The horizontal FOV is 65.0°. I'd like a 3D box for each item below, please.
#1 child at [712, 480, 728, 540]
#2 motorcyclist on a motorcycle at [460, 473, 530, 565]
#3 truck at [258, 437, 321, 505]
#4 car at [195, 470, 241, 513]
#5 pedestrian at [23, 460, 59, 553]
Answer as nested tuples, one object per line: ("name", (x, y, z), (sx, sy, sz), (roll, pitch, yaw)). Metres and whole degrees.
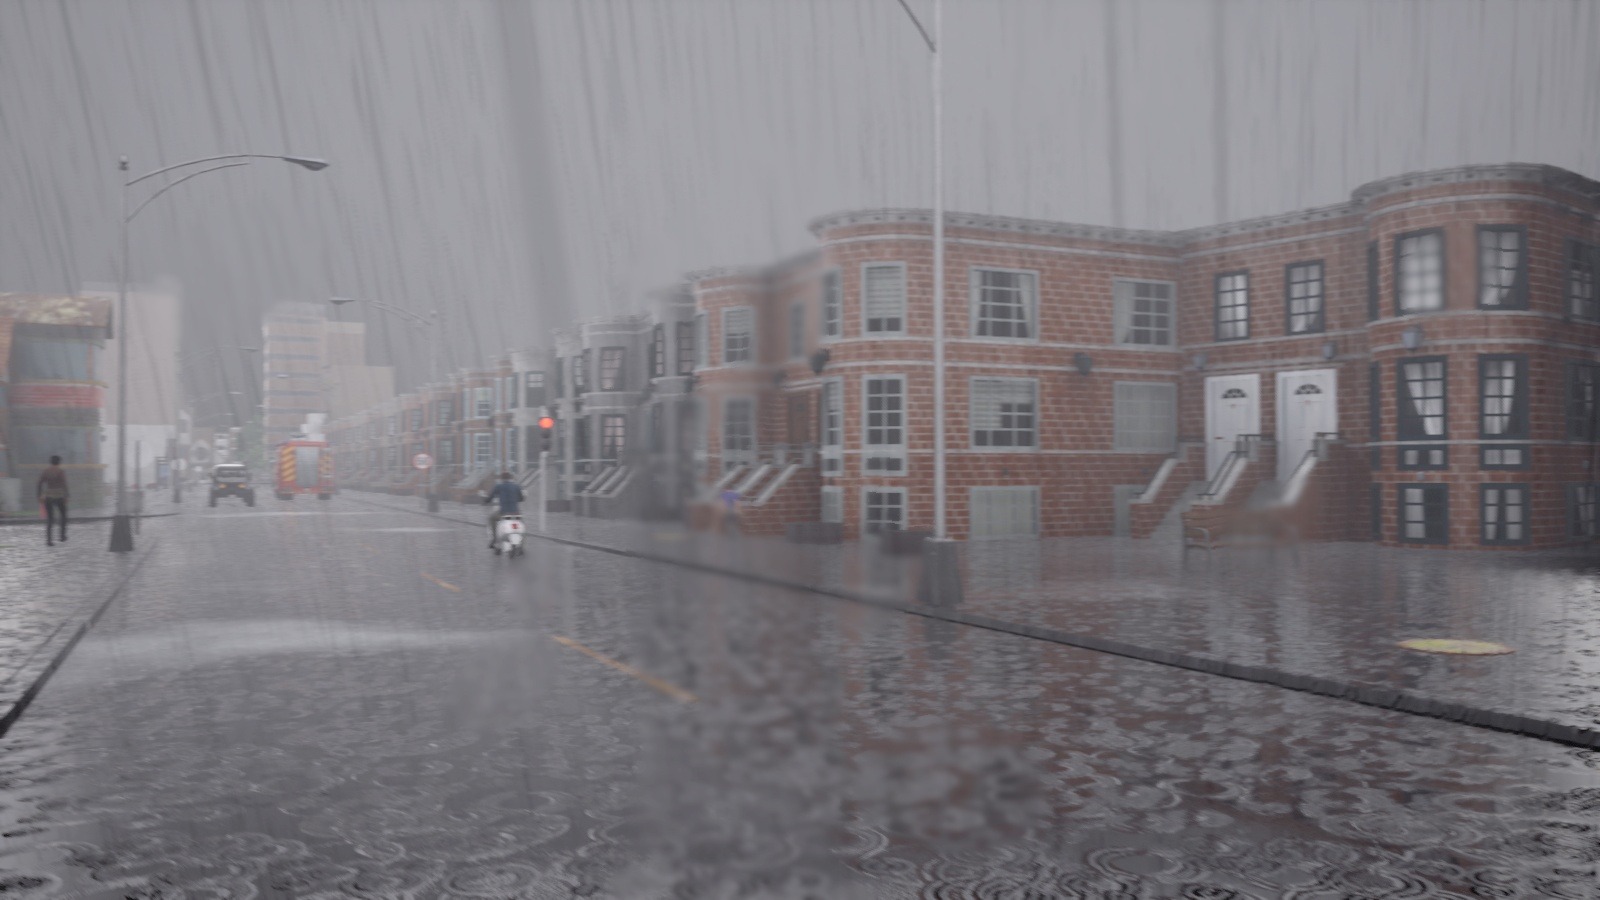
("child", (-1.735, 1.288, 27.117), (0.270, 1.263, 0.437), (0, -1, -14))
("motorcyclist on a motorcycle", (-5.570, 1.219, 22.842), (0.866, 1.590, 1.817), (0, -1, -26))
("truck", (-30.240, 1.246, 74.206), (2.891, 3.827, 8.468), (0, -1, -26))
("car", (-27.088, 1.901, 58.400), (1.905, 1.878, 3.866), (0, -1, -26))
("pedestrian", (-15.104, 1.113, 24.995), (0.328, 1.805, 0.869), (0, -1, -11))
